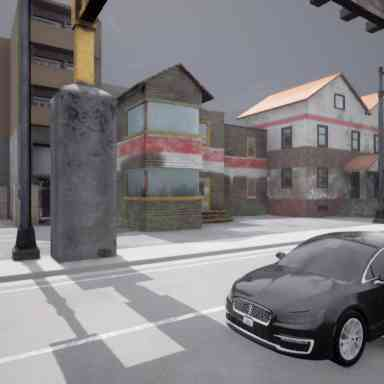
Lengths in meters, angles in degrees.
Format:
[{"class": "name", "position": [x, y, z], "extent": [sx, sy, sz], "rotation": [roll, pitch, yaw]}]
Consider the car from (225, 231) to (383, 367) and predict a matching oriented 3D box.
[{"class": "car", "position": [2.796, 1.505, 5.830], "extent": [4.892, 1.490, 1.837], "rotation": [0, 0, -33]}]
